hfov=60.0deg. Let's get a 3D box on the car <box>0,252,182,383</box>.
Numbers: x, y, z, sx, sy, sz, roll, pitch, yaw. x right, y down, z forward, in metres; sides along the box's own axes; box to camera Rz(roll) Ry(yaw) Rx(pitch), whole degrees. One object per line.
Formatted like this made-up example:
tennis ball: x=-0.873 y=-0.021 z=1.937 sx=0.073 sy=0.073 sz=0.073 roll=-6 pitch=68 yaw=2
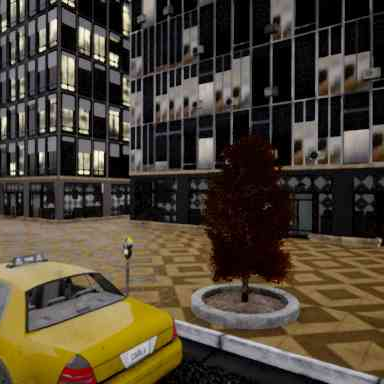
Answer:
car: x=-2.393 y=1.524 z=4.580 sx=4.829 sy=1.417 sz=1.752 roll=0 pitch=0 yaw=36
